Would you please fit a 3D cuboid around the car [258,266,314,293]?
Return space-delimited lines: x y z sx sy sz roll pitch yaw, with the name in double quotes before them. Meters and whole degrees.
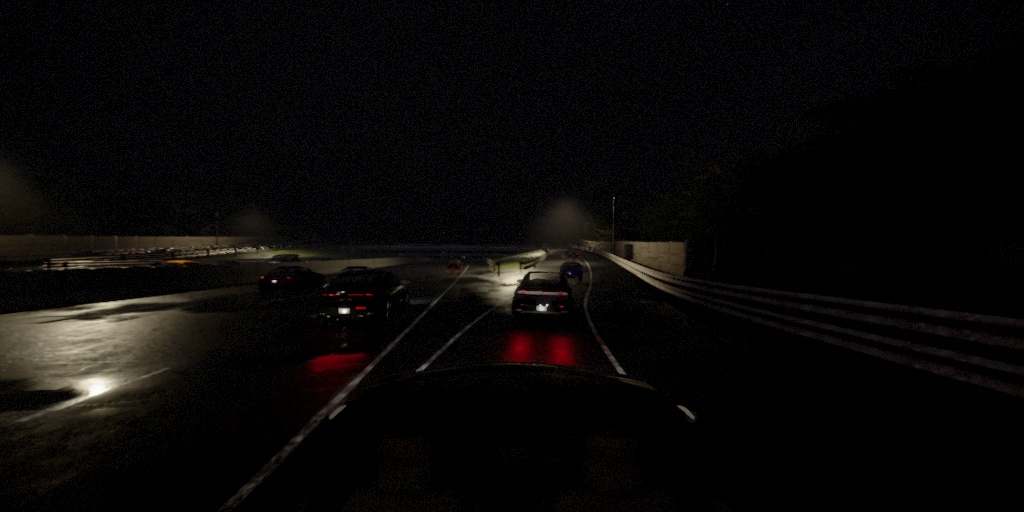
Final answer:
"car" -12.430 1.273 20.493 1.994 1.385 4.181 0 0 -5

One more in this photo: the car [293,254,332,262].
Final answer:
"car" -25.439 0.947 45.833 2.097 1.767 4.553 0 0 -5

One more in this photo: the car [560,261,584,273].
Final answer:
"car" 5.280 1.220 31.800 1.882 1.535 5.008 0 1 12

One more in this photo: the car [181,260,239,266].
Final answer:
"car" -23.996 1.209 29.811 2.033 1.411 5.357 0 0 -5

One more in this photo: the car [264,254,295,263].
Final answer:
"car" -28.892 0.801 45.199 2.150 2.045 5.566 0 0 -5

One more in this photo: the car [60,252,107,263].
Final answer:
"car" -48.947 0.279 41.123 1.837 1.490 4.892 1 2 -21

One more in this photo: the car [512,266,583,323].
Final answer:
"car" 1.176 1.280 12.511 2.128 1.511 4.902 2 0 8

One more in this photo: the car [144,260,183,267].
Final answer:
"car" -27.473 1.122 29.428 1.882 1.535 5.008 0 0 -5

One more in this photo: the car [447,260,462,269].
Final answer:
"car" -8.448 1.247 52.945 1.895 1.301 4.718 0 0 -5

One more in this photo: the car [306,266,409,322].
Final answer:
"car" -4.782 1.244 12.183 1.837 1.490 4.892 0 0 -5
